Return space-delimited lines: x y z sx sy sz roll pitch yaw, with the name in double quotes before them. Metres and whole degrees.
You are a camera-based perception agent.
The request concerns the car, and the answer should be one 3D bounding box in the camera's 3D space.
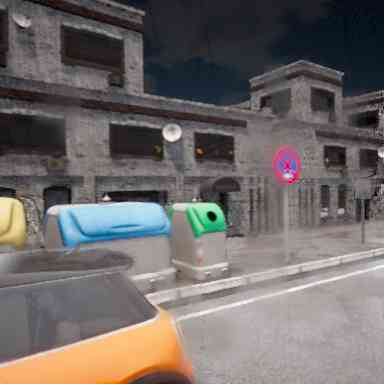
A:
"car" -2.233 1.344 2.351 4.553 1.767 2.097 0 0 -36
